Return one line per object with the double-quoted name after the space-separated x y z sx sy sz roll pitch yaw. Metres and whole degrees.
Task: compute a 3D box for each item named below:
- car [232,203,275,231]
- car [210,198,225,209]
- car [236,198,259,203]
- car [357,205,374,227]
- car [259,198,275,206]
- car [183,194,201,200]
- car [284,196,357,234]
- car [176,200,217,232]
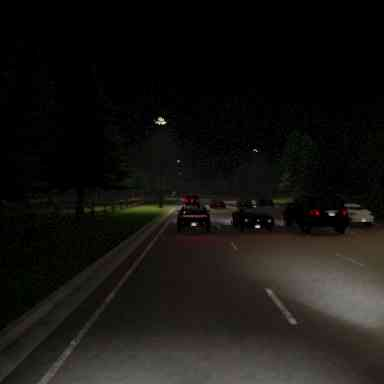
3.600 1.607 20.453 1.895 1.301 4.718 0 0 0 "car"
3.524 1.579 46.131 1.994 1.385 4.181 0 0 1 "car"
7.008 1.561 44.246 2.033 1.411 5.357 0 0 0 "car"
10.586 1.532 22.814 1.812 1.442 4.674 0 0 0 "car"
10.542 1.540 47.950 1.812 1.442 4.674 0 0 1 "car"
0.008 1.238 44.326 2.150 2.045 5.566 0 0 0 "car"
7.099 1.227 19.543 2.150 2.045 5.566 0 0 0 "car"
0.100 1.498 20.039 2.128 1.511 4.902 0 0 0 "car"
